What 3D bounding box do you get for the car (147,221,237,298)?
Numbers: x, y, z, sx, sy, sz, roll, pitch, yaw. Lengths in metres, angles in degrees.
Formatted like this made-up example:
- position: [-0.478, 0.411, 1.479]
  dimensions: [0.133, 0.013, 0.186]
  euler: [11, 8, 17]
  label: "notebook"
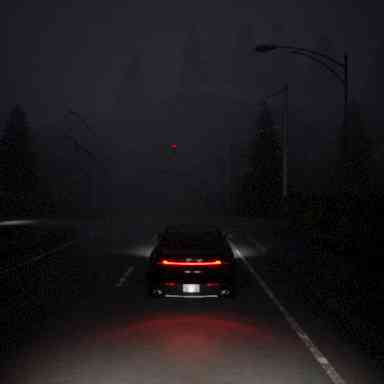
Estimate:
- position: [0.028, 1.503, 8.477]
  dimensions: [1.837, 1.490, 4.892]
  euler: [0, 0, 1]
  label: "car"
